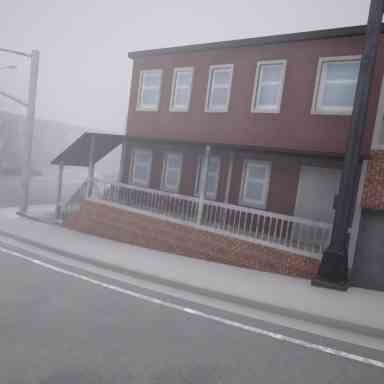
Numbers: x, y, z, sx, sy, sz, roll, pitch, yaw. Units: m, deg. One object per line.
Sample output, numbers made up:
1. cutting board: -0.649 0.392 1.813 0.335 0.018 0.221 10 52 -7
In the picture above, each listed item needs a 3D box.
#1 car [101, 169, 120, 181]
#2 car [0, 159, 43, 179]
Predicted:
1. car: -9.526 -2.180 43.472 1.837 1.490 4.892 11 6 35
2. car: -17.446 -2.146 32.500 2.033 1.411 5.357 11 6 37
